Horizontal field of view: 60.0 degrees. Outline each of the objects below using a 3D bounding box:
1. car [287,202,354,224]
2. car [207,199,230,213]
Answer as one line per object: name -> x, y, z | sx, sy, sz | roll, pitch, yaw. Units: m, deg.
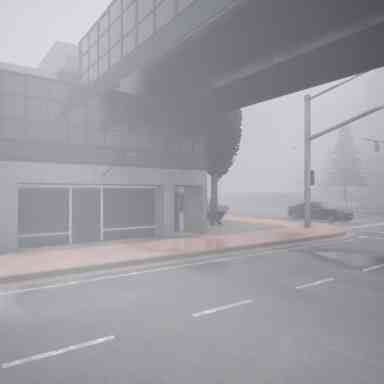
car -> 9.636, 1.478, 25.243 | 1.882, 1.535, 5.008 | 0, 0, -36
car -> 1.944, 1.478, 35.886 | 1.882, 1.535, 5.008 | 0, 0, -36
